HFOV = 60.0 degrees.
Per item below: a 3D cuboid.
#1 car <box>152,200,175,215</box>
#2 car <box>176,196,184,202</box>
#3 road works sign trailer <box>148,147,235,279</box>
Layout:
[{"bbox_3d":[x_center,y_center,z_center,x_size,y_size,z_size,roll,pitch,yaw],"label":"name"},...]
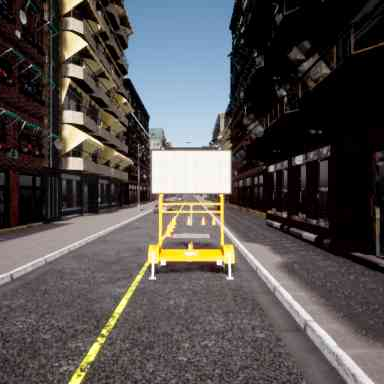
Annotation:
[{"bbox_3d":[-2.925,1.542,34.644,1.812,1.442,4.674,0,0,0],"label":"car"},{"bbox_3d":[-2.928,1.608,81.806,1.812,1.442,4.674,0,0,0],"label":"car"},{"bbox_3d":[-0.021,0.467,9.993,2.380,3.560,2.880,0,0,0],"label":"road works sign trailer"}]
